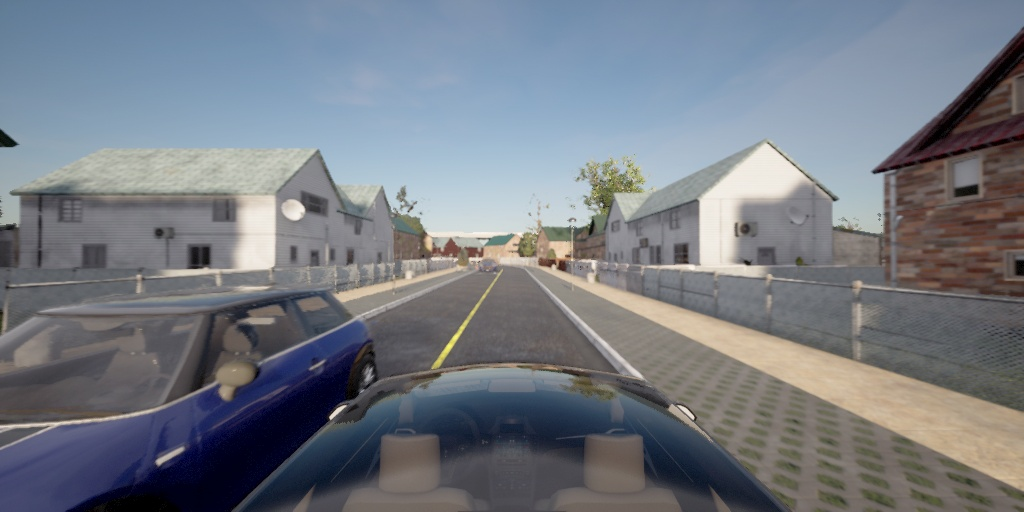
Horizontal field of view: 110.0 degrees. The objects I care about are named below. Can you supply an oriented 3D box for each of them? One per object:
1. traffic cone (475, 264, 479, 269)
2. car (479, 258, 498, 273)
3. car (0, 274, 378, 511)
[{"bbox_3d":[-4.671,1.350,48.372,0.340,0.580,0.340,0,0,-40],"label":"traffic cone"},{"bbox_3d":[-2.852,1.082,44.042,2.097,1.767,4.553,0,0,0],"label":"car"},{"bbox_3d":[-2.841,1.102,2.882,2.097,1.767,4.553,0,0,0],"label":"car"}]
